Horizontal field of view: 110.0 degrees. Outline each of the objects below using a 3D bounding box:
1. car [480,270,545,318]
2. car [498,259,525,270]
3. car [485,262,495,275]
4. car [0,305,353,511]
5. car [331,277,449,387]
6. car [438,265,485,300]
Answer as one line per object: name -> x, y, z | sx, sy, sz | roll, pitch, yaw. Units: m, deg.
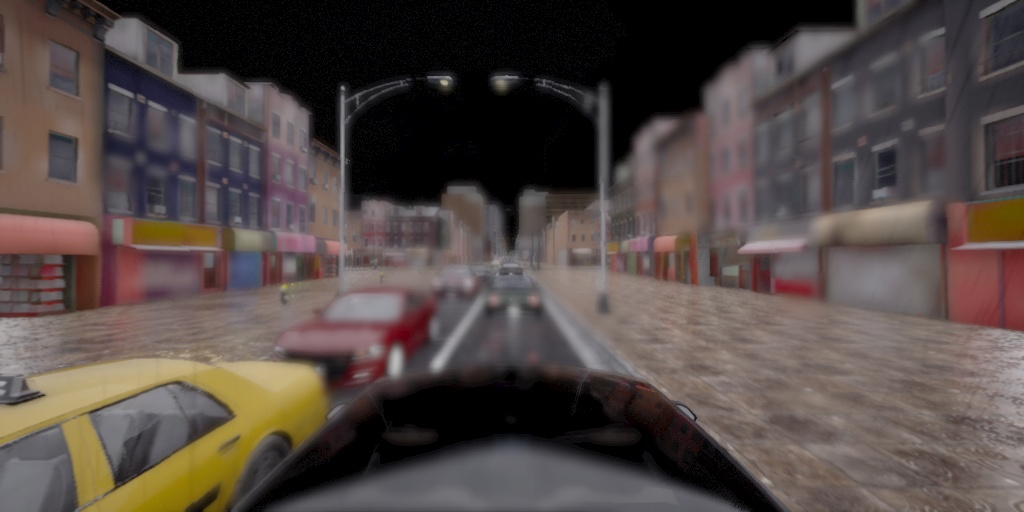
car -> 0.076, 1.376, 13.161 | 1.895, 1.301, 4.718 | 0, 0, 0
car -> 0.076, 1.298, 29.801 | 1.882, 1.535, 5.008 | 0, 0, 0
car -> -2.649, 1.382, 28.572 | 1.948, 1.339, 4.313 | 0, 0, 0
car -> -2.638, 1.275, 1.502 | 1.751, 1.417, 4.829 | 0, 0, 0
car -> -2.640, 1.306, 7.052 | 1.888, 1.381, 4.507 | 0, 0, 0
car -> -2.644, 1.226, 17.811 | 1.967, 1.591, 4.097 | 0, 0, 0
